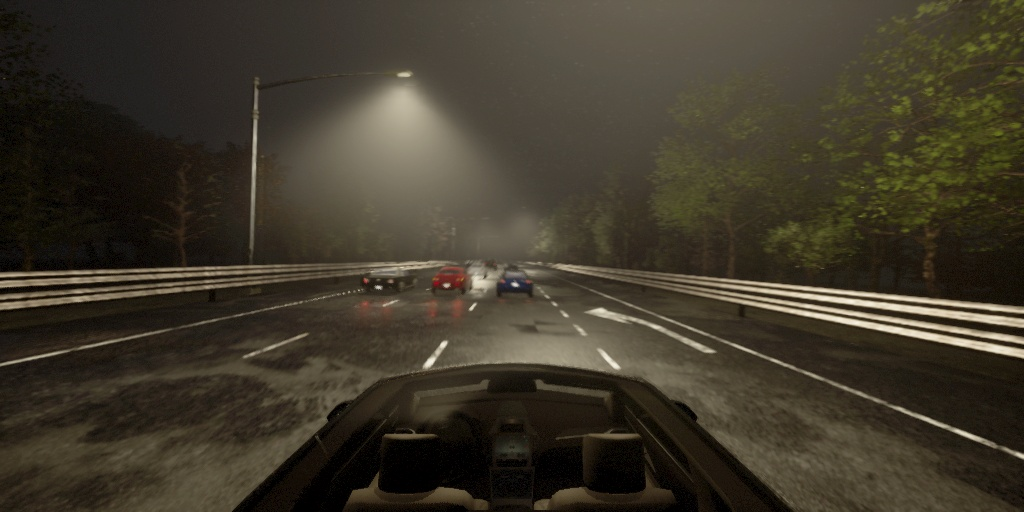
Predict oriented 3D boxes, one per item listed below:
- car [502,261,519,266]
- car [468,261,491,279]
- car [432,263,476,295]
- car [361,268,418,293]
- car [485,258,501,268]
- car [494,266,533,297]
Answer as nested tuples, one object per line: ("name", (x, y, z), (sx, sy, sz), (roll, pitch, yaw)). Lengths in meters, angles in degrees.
("car", (0.015, 1.746, 50.187), (1.994, 1.385, 4.181), (1, -1, 0))
("car", (-3.414, 1.483, 36.209), (1.812, 1.442, 4.674), (1, -1, 0))
("car", (-3.338, 1.342, 20.536), (1.812, 1.442, 4.674), (1, 0, 0))
("car", (-6.836, 1.330, 20.595), (1.895, 1.301, 4.718), (1, 0, 0))
("car", (-3.527, 1.418, 60.286), (2.150, 2.045, 5.566), (1, -1, 0))
("car", (0.157, 1.466, 20.477), (1.994, 1.385, 4.181), (1, 0, 0))
